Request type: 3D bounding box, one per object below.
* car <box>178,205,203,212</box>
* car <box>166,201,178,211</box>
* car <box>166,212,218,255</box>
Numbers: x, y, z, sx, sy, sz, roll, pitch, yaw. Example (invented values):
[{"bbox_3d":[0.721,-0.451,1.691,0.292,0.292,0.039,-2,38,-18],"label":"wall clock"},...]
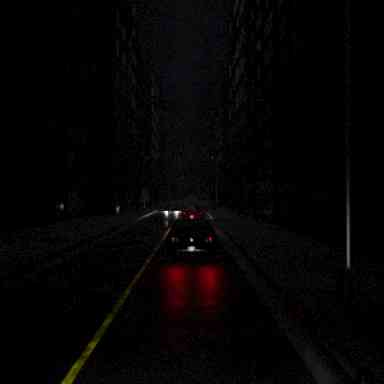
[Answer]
[{"bbox_3d":[-0.008,1.871,29.385,1.812,1.442,4.674,0,-1,0],"label":"car"},{"bbox_3d":[-3.026,2.159,51.358,1.812,1.442,4.674,0,-1,0],"label":"car"},{"bbox_3d":[-0.004,1.758,14.112,1.895,1.301,4.718,0,-1,0],"label":"car"}]
